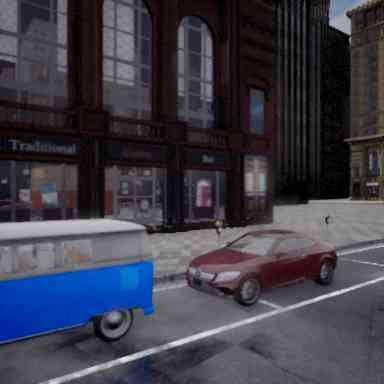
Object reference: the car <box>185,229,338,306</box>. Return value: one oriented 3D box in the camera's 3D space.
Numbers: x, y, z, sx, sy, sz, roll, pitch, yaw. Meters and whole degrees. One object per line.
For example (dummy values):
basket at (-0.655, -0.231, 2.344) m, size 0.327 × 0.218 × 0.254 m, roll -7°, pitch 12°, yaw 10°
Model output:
car at (1.819, 1.581, 7.945) m, size 4.206 × 1.307 × 1.802 m, roll 0°, pitch 0°, yaw -35°

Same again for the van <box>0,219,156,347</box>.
van at (-2.496, 1.341, 4.867) m, size 3.998 × 1.788 × 1.690 m, roll 0°, pitch 0°, yaw -35°
